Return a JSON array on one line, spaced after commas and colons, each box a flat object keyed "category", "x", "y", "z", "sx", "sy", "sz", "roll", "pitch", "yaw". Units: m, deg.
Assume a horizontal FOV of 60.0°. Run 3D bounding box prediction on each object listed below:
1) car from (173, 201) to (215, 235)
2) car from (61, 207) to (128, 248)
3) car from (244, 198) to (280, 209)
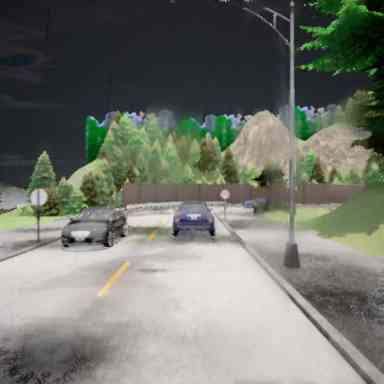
[{"category": "car", "x": 0.092, "y": 1.281, "z": 18.467, "sx": 2.097, "sy": 1.767, "sz": 4.553, "roll": 0, "pitch": 0, "yaw": 0}, {"category": "car", "x": -4.064, "y": 1.436, "z": 14.554, "sx": 2.128, "sy": 1.511, "sz": 4.902, "roll": 0, "pitch": 0, "yaw": 0}, {"category": "car", "x": 9.054, "y": 1.389, "z": 40.587, "sx": 5.357, "sy": 1.411, "sz": 2.033, "roll": 0, "pitch": 0, "yaw": 27}]
